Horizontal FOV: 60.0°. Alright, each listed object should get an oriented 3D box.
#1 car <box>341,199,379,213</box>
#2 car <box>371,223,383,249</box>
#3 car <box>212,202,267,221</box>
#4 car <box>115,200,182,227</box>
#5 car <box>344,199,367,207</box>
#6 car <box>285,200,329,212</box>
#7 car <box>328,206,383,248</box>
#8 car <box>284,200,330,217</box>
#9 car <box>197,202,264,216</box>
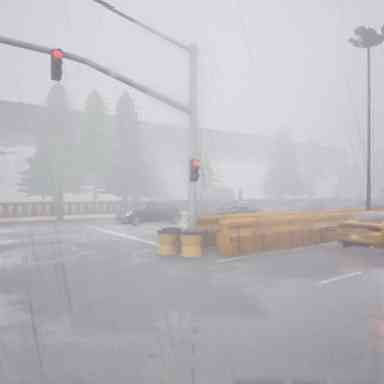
[{"bbox_3d":[20.112,1.597,39.706,5.008,1.535,1.882,0,0,-35],"label":"car"},{"bbox_3d":[6.788,1.557,8.587,4.674,1.442,1.812,0,0,-35],"label":"car"},{"bbox_3d":[4.141,1.586,28.419,4.674,1.442,1.812,0,0,-35],"label":"car"},{"bbox_3d":[-3.038,1.386,23.315,4.553,1.767,2.097,0,0,-35],"label":"car"},{"bbox_3d":[17.801,1.667,33.759,4.181,1.385,1.994,0,0,-35],"label":"car"},{"bbox_3d":[9.797,1.599,28.126,4.674,1.442,1.812,0,0,-36],"label":"car"},{"bbox_3d":[8.030,1.521,13.769,5.008,1.535,1.882,0,0,-36],"label":"car"},{"bbox_3d":[11.729,1.593,33.769,4.892,1.490,1.837,0,0,-35],"label":"car"},{"bbox_3d":[2.423,1.538,22.934,4.902,1.511,2.128,0,0,-37],"label":"car"}]
